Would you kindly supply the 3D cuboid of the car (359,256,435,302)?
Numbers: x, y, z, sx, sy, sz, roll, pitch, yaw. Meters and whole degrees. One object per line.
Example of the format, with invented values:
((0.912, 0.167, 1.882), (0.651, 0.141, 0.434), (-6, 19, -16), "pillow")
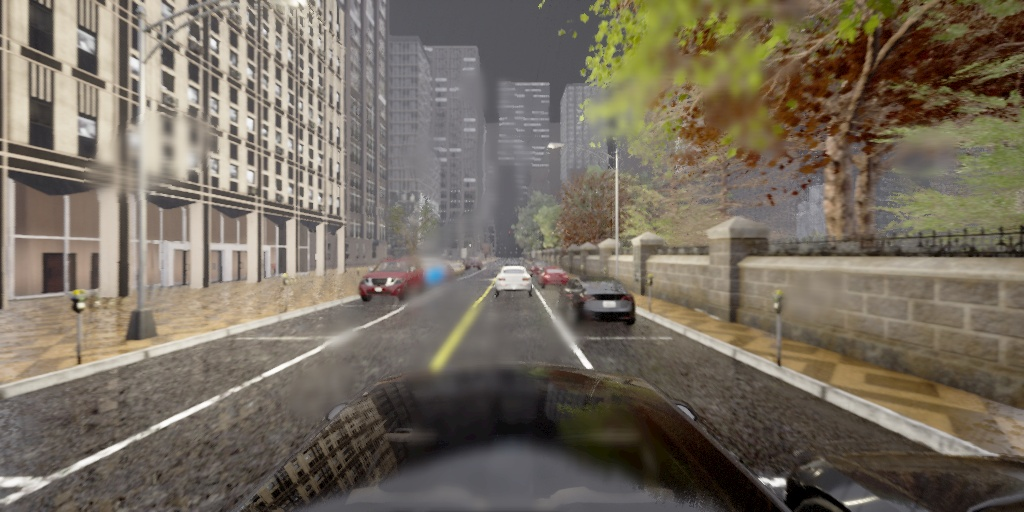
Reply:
((-5.462, 1.047, 17.164), (2.192, 1.841, 5.009), (0, 0, 0), "car")

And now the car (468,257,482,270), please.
((-5.323, 0.994, 50.409), (2.192, 1.841, 5.009), (0, 0, 0), "car")

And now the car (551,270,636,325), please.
((2.565, 1.303, 11.516), (1.948, 1.339, 4.313), (0, 0, 0), "car")

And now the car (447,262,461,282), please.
((-5.464, 1.297, 28.247), (1.802, 1.307, 4.207), (0, 0, 0), "car")

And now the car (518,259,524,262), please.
((0.093, 1.294, 40.618), (1.895, 1.301, 4.718), (0, 0, 0), "car")

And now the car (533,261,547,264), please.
((2.560, 1.143, 33.716), (1.967, 1.591, 4.097), (0, 0, 0), "car")

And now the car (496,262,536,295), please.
((0.094, 1.252, 19.297), (1.812, 1.442, 4.674), (0, 0, 0), "car")

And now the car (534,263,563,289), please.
((2.562, 1.303, 22.616), (1.802, 1.307, 4.207), (0, 0, 0), "car")

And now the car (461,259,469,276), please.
((-5.465, 1.232, 33.617), (1.751, 1.417, 4.829), (0, 0, 0), "car")

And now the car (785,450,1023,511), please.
((2.567, 1.316, 0.416), (1.948, 1.339, 4.313), (0, 0, 0), "car")

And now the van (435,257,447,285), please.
((-5.463, 1.065, 22.706), (1.690, 1.789, 3.998), (0, 0, 0), "van")
